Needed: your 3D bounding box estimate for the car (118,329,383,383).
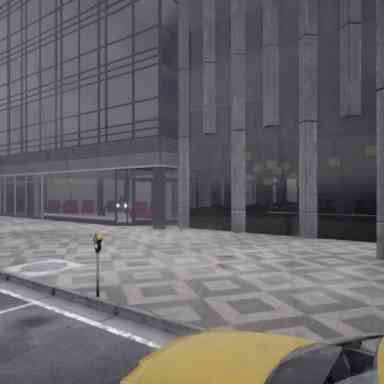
[{"bbox_3d":[1.521,1.525,1.996,4.829,1.417,1.752,0,0,36],"label":"car"}]
